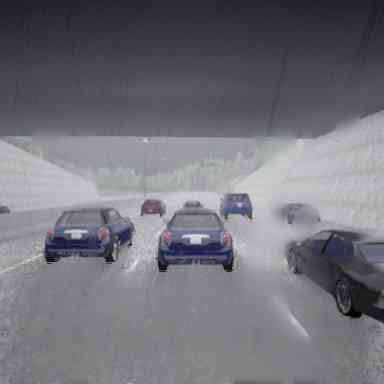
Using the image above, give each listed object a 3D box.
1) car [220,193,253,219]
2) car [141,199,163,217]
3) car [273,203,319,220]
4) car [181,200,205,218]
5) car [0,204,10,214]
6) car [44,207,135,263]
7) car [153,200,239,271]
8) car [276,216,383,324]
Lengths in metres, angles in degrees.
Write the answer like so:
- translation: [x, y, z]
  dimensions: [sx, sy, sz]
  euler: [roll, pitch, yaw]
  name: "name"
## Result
- translation: [3.591, 1.098, 27.618]
  dimensions: [2.150, 2.045, 5.566]
  euler: [0, 0, 0]
  name: "car"
- translation: [-3.412, 1.344, 30.013]
  dimensions: [1.882, 1.535, 5.008]
  euler: [0, 0, 0]
  name: "car"
- translation: [7.096, 1.444, 22.980]
  dimensions: [2.033, 1.411, 5.357]
  euler: [0, 0, 0]
  name: "car"
- translation: [0.089, 1.434, 29.103]
  dimensions: [1.994, 1.385, 4.181]
  euler: [0, 0, 0]
  name: "car"
- translation: [-14.103, 1.393, 22.086]
  dimensions: [2.128, 1.511, 4.902]
  euler: [0, 0, 0]
  name: "car"
- translation: [-3.401, 1.299, 11.911]
  dimensions: [2.097, 1.767, 4.553]
  euler: [0, 0, 0]
  name: "car"
- translation: [0.099, 1.303, 10.919]
  dimensions: [2.097, 1.767, 4.553]
  euler: [0, 0, 0]
  name: "car"
- translation: [3.599, 1.514, 7.297]
  dimensions: [2.033, 1.411, 5.357]
  euler: [0, 0, 0]
  name: "car"
